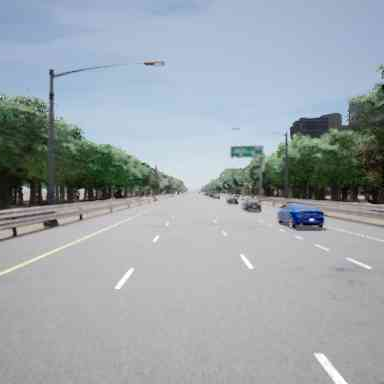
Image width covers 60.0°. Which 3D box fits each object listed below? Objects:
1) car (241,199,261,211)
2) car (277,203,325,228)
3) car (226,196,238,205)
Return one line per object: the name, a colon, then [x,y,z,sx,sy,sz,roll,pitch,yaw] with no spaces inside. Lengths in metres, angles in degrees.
car: [7.099,1.529,39.966,1.812,1.442,4.674,0,0,0]
car: [7.034,1.496,21.956,1.882,1.535,5.008,0,0,0]
car: [7.214,1.502,60.324,1.812,1.442,4.674,0,0,0]
